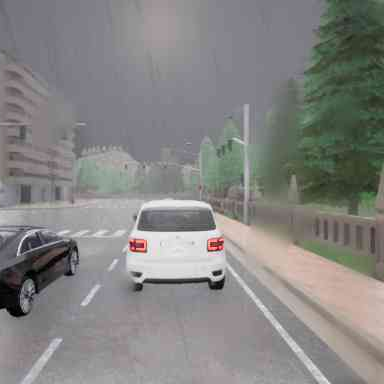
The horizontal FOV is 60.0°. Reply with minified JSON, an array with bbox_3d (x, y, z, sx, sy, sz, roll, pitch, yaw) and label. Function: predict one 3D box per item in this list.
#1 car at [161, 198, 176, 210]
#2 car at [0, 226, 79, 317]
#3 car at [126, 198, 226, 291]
[{"bbox_3d":[-3.136,1.526,44.406,1.812,1.442,4.674,0,0,-4],"label":"car"},{"bbox_3d":[-3.966,1.492,7.390,2.128,1.511,4.902,0,0,-3],"label":"car"},{"bbox_3d":[-0.473,1.221,9.169,2.150,2.045,5.566,0,0,-4],"label":"car"}]
